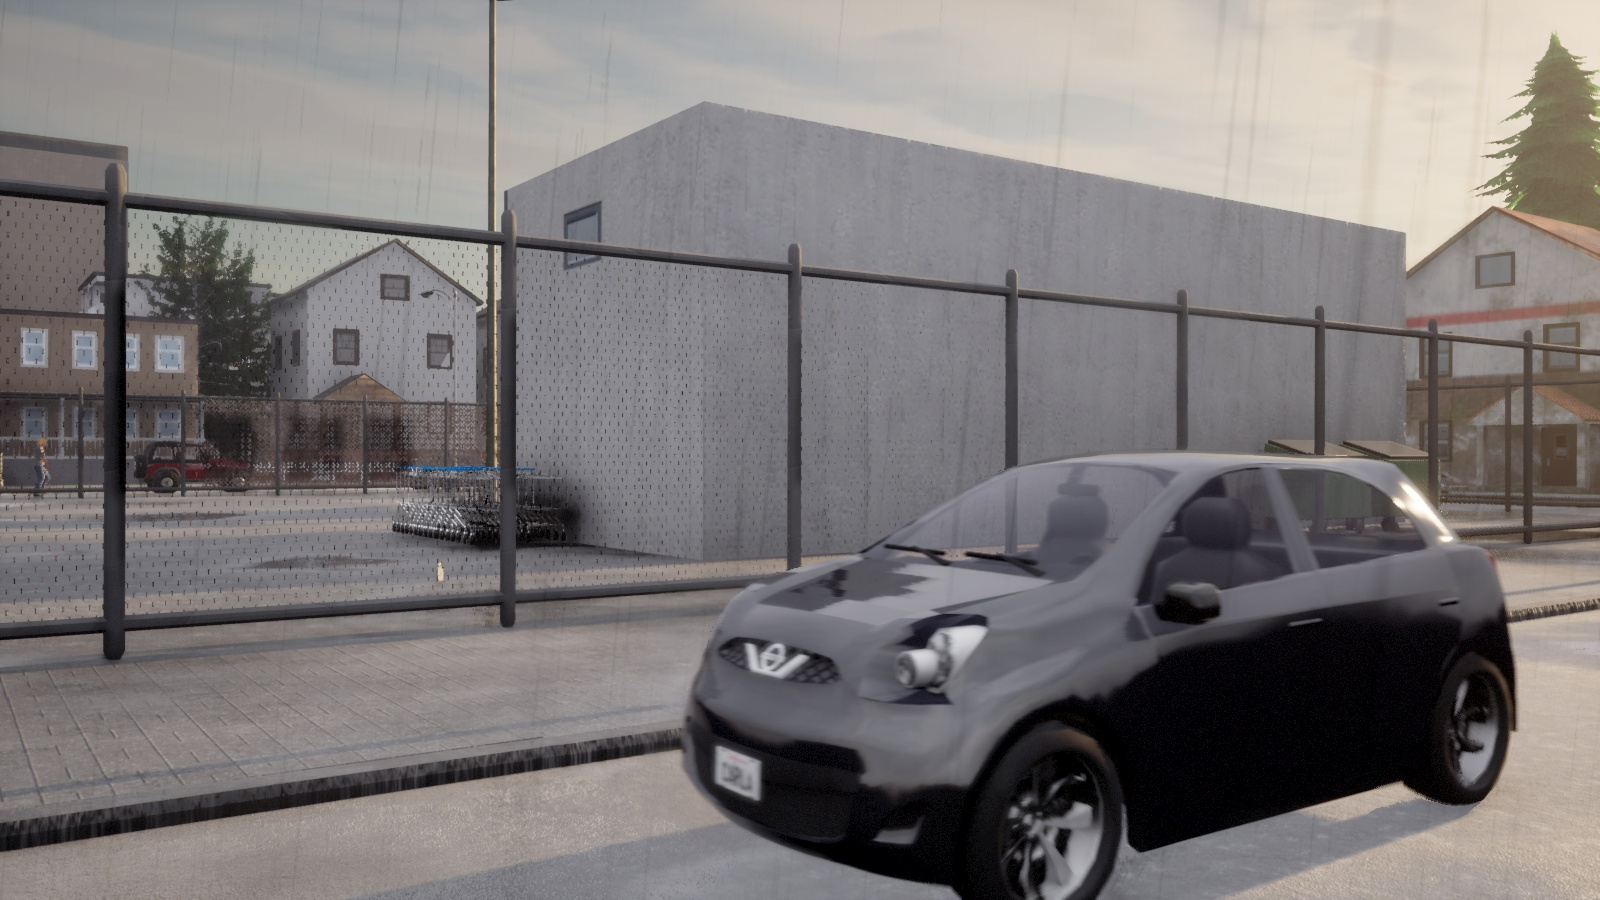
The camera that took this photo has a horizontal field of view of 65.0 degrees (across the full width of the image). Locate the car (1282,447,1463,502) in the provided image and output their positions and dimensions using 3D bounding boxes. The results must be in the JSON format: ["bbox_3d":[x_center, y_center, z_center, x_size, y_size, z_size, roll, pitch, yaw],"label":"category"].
[{"bbox_3d":[18.023,0.734,39.737,2.033,1.649,4.856,0,0,-35],"label":"car"}]

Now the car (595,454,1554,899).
[{"bbox_3d":[1.227,0.769,5.124,3.633,1.501,1.845,0,0,-35],"label":"car"}]

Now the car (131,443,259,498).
[{"bbox_3d":[-21.459,0.695,44.568,3.866,1.878,1.905,0,0,-34],"label":"car"}]

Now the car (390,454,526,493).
[{"bbox_3d":[-13.605,0.901,50.073,4.892,1.490,1.837,0,0,-33],"label":"car"}]

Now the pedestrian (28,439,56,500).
[{"bbox_3d":[-23.185,0.598,38.390,0.706,1.836,0.354,0,0,-35],"label":"pedestrian"}]
